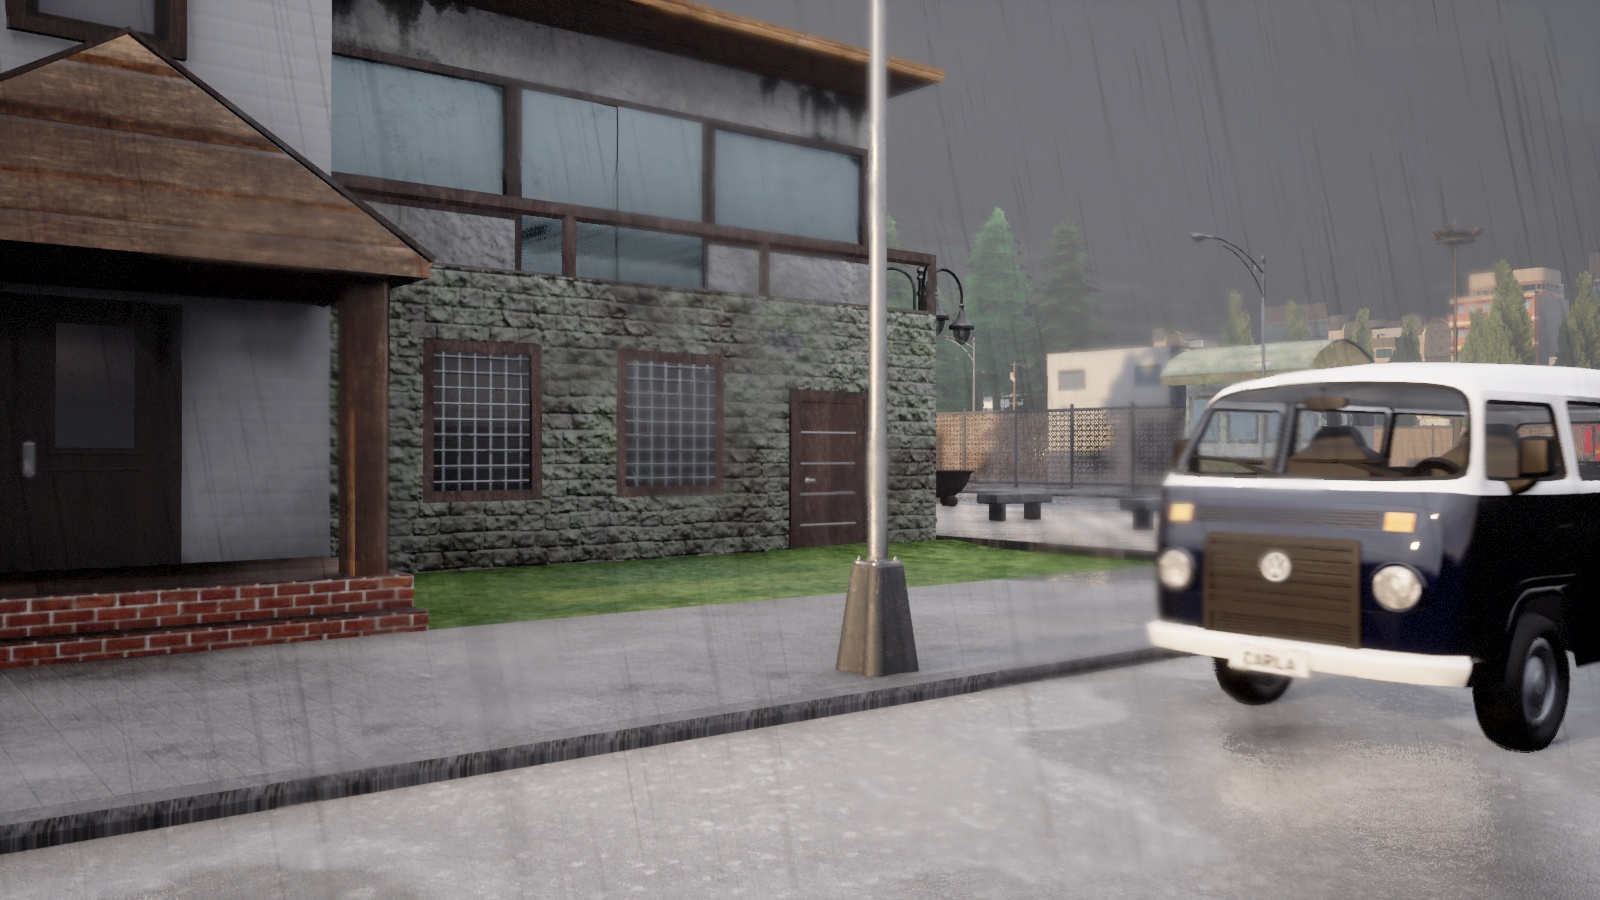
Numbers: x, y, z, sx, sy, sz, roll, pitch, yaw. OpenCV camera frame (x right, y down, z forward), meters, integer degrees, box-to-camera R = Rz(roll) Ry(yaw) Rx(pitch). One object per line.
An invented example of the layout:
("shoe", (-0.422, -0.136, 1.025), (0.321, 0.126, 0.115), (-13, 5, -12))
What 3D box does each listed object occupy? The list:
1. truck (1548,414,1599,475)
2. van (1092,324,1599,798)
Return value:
("truck", (52.102, -0.338, 78.686), (2.891, 3.827, 8.468), (0, 0, -39))
("van", (4.038, 0.478, 7.598), (4.480, 2.038, 2.069), (0, 0, -38))
